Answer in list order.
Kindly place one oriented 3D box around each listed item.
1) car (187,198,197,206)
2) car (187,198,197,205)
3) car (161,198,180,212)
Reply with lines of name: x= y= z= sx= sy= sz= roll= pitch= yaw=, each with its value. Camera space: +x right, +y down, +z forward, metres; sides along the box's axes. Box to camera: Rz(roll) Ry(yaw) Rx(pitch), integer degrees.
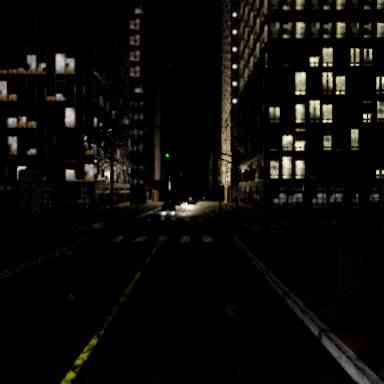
car: x=-0.005 y=2.075 z=66.919 sx=2.033 sy=1.411 sz=5.357 roll=0 pitch=0 yaw=0
car: x=-0.006 y=2.129 z=77.337 sx=2.128 sy=1.511 sz=4.902 roll=0 pitch=-1 yaw=0
car: x=-3.088 y=1.889 z=44.863 sx=2.033 sy=1.411 sz=5.357 roll=0 pitch=0 yaw=0
